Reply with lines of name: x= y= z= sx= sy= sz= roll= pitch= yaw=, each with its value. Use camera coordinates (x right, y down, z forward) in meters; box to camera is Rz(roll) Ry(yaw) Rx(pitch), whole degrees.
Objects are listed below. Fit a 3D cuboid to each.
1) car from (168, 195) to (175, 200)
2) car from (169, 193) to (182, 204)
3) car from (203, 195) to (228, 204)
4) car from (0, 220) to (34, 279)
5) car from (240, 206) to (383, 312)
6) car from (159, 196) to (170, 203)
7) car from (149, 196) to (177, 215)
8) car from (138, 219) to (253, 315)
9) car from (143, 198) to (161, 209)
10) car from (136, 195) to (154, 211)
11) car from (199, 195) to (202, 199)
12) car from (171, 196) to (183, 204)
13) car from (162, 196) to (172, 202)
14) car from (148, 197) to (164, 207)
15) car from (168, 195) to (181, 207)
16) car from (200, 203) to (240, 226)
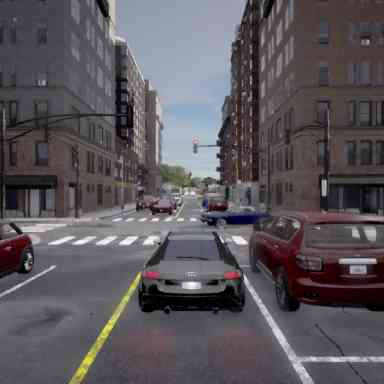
car: x=-5.528 y=1.575 z=89.735 sx=1.802 sy=1.307 sz=4.206 roll=0 pitch=0 yaw=0
car: x=-2.845 y=1.218 z=53.163 sx=2.150 sy=2.045 sz=5.566 roll=0 pitch=0 yaw=1
car: x=2.651 y=1.313 z=34.710 sx=2.192 sy=1.841 sz=5.009 roll=0 pitch=0 yaw=0
car: x=-5.397 y=1.440 z=7.642 sx=1.967 sy=1.590 sz=4.097 roll=0 pitch=0 yaw=0
car: x=2.628 y=1.315 z=7.654 sx=2.192 sy=1.841 sz=5.009 roll=0 pitch=0 yaw=0
car: x=-5.505 y=1.540 z=67.720 sx=1.887 sy=1.381 sz=4.507 roll=0 pitch=0 yaw=0
car: x=-2.894 y=1.476 z=33.729 sx=1.882 sy=1.535 sz=5.008 roll=0 pitch=0 yaw=0
car: x=0.014 y=1.564 z=7.677 sx=1.994 sy=1.385 sz=4.181 roll=0 pitch=0 yaw=1
car: x=-5.482 y=1.563 z=45.705 sx=1.947 sy=1.339 sz=4.313 roll=0 pitch=0 yaw=0
car: x=-5.476 y=1.313 z=40.201 sx=2.192 sy=1.841 sz=5.009 roll=0 pitch=0 yaw=0
car: x=2.614 y=1.312 z=51.222 sx=2.192 sy=1.841 sz=5.009 roll=0 pitch=0 yaw=0
car: x=-2.849 y=1.559 z=63.222 sx=1.994 sy=1.385 sz=4.181 roll=0 pitch=0 yaw=1
car: x=-5.511 y=1.539 z=73.223 sx=1.887 sy=1.381 sz=4.507 roll=0 pitch=0 yaw=0
car: x=-5.488 y=1.547 z=51.209 sx=2.008 sy=1.369 sz=4.403 roll=0 pitch=0 yaw=0
car: x=-2.891 y=1.489 z=43.284 sx=2.128 sy=1.511 sz=4.902 roll=0 pitch=0 yaw=0
car: x=2.913 y=1.589 z=21.359 sx=4.718 sy=1.301 sz=1.895 roll=0 pitch=0 yaw=-20
